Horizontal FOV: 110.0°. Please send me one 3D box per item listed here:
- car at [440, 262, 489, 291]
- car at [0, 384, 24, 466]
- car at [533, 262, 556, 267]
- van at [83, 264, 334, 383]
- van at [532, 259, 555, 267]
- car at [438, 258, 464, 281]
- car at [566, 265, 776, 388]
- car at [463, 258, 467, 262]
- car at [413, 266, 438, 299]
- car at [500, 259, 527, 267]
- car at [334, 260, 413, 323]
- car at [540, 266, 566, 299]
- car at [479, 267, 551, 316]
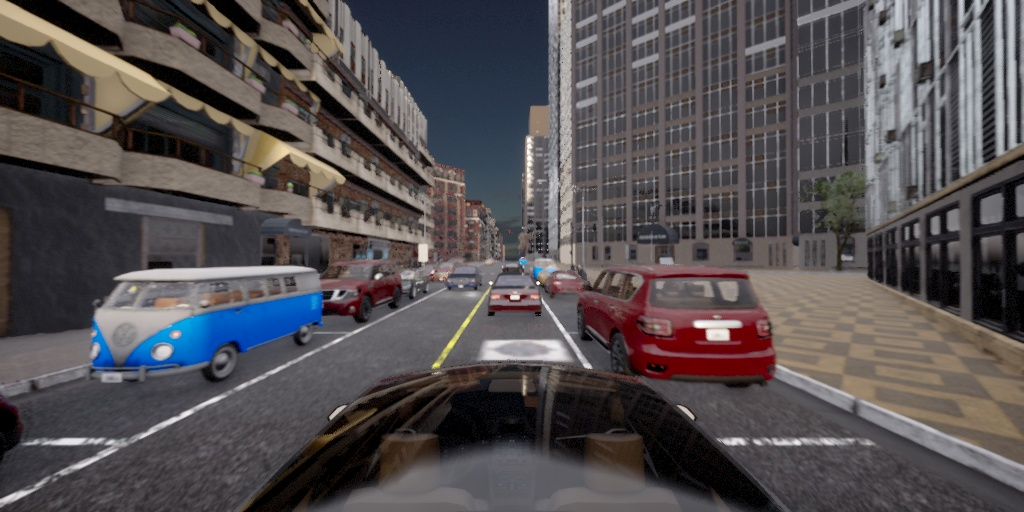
[{"bbox_3d":[-2.847,1.319,22.649,2.033,1.411,5.357,0,0,0],"label":"car"},{"bbox_3d":[-5.314,1.190,1.324,1.967,1.591,4.097,0,0,0],"label":"car"},{"bbox_3d":[2.565,1.298,23.646,1.751,1.417,4.829,0,0,0],"label":"car"},{"bbox_3d":[-5.315,1.095,6.861,1.690,1.789,3.998,0,0,0],"label":"van"},{"bbox_3d":[2.565,1.122,29.010,1.690,1.789,3.998,0,0,0],"label":"van"},{"bbox_3d":[-5.316,1.221,29.004,1.967,1.591,4.097,0,0,0],"label":"car"},{"bbox_3d":[2.566,1.069,6.869,2.192,1.841,5.009,0,0,0],"label":"car"},{"bbox_3d":[-5.316,1.107,34.540,2.192,1.841,5.009,0,0,0],"label":"car"},{"bbox_3d":[-5.315,1.315,17.933,2.007,1.370,4.403,0,0,0],"label":"car"},{"bbox_3d":[0.094,1.263,31.301,1.882,1.535,5.008,0,0,0],"label":"car"},{"bbox_3d":[-5.315,1.074,12.397,2.192,1.841,5.009,0,0,0],"label":"car"},{"bbox_3d":[2.565,1.347,17.941,1.802,1.307,4.207,0,0,0],"label":"car"},{"bbox_3d":[0.094,1.308,13.433,2.033,1.411,5.357,0,0,0],"label":"car"}]
